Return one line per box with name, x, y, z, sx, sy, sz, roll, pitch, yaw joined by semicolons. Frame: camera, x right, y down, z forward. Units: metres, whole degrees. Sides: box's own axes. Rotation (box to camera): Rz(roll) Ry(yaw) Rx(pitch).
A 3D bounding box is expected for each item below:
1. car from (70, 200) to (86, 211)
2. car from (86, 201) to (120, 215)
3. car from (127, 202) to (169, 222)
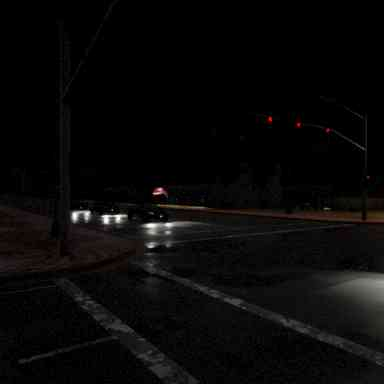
car;-14.697;1.601;41.981;1.895;1.301;4.718;0;0;-35
car;-8.863;1.564;33.770;1.994;1.385;4.181;0;0;-35
car;-3.637;1.526;26.450;1.812;1.442;4.674;0;0;-36
